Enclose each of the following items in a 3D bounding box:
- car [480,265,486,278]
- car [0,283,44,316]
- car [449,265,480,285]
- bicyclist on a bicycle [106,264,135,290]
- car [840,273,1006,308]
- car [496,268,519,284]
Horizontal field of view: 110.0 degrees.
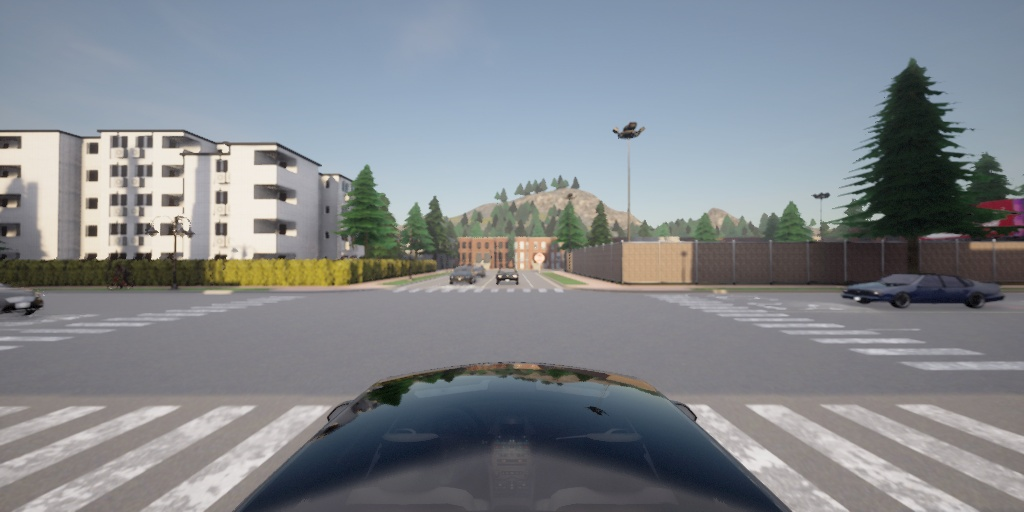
[{"bbox_3d":[-4.002,1.726,40.761,2.128,1.511,4.902,0,-1,0],"label":"car"},{"bbox_3d":[-19.034,1.405,12.098,4.902,1.511,2.128,0,-1,-1],"label":"car"},{"bbox_3d":[-4.055,1.606,30.215,1.837,1.490,4.892,0,-1,0],"label":"car"},{"bbox_3d":[-25.143,1.363,23.058,0.582,1.620,1.656,0,0,0],"label":"bicyclist on a bicycle"},{"bbox_3d":[17.516,1.441,15.420,5.357,1.411,2.033,0,-1,1],"label":"car"},{"bbox_3d":[-0.367,1.708,31.269,1.895,1.301,4.718,0,-1,0],"label":"car"}]
